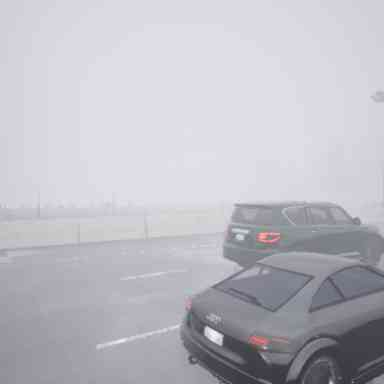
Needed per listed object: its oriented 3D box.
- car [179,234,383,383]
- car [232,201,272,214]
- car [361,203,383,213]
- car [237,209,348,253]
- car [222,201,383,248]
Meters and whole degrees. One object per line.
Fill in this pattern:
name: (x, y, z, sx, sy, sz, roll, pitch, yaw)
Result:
car: (1.912, 1.595, 4.831, 4.181, 1.385, 1.994, 0, 0, -33)
car: (7.616, 1.943, 42.304, 4.902, 1.511, 2.128, 1, -1, -33)
car: (28.545, 2.425, 51.722, 4.892, 1.490, 1.837, 2, -1, -33)
car: (4.618, 1.605, 14.982, 4.902, 1.511, 2.128, 1, -1, -33)
car: (3.471, 1.290, 10.044, 5.566, 2.045, 2.150, 1, -1, -33)
